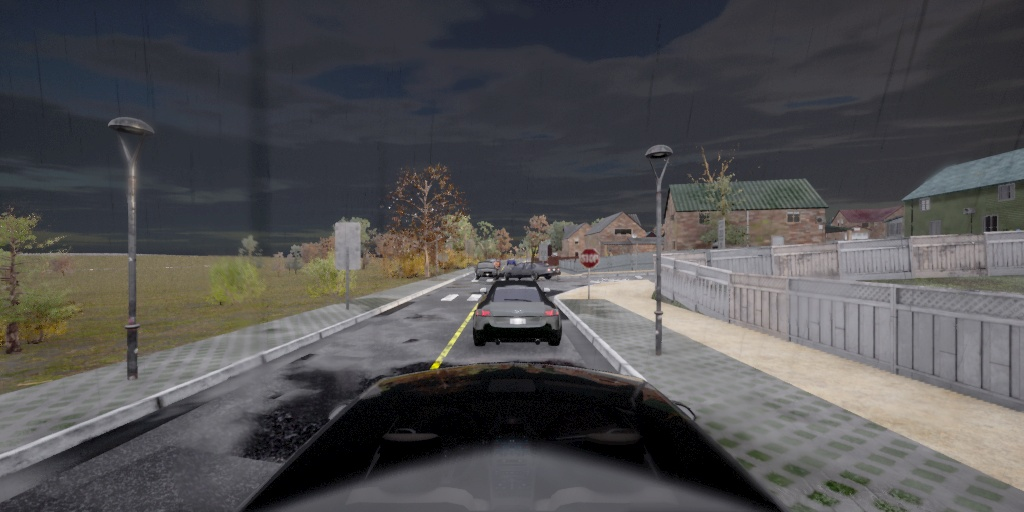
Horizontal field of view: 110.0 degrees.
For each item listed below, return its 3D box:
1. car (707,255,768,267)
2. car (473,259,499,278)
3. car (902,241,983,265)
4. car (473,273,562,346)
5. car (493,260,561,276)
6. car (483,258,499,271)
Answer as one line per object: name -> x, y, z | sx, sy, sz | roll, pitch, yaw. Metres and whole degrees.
car -> 14.351, 0.413, 22.808 | 4.181, 1.385, 1.994 | -3, 0, 16
car -> -2.302, 1.257, 31.314 | 1.837, 1.490, 4.892 | 0, 0, -8
car -> 23.855, -0.208, 20.403 | 4.902, 1.511, 2.128 | -3, 0, 14
car -> 0.089, 1.313, 9.392 | 1.994, 1.385, 4.181 | 0, 0, -1
car -> 1.290, 1.197, 28.409 | 5.357, 1.411, 2.033 | -4, -3, 43
car -> -2.933, 1.120, 51.131 | 2.097, 1.767, 4.553 | 0, 0, 1
